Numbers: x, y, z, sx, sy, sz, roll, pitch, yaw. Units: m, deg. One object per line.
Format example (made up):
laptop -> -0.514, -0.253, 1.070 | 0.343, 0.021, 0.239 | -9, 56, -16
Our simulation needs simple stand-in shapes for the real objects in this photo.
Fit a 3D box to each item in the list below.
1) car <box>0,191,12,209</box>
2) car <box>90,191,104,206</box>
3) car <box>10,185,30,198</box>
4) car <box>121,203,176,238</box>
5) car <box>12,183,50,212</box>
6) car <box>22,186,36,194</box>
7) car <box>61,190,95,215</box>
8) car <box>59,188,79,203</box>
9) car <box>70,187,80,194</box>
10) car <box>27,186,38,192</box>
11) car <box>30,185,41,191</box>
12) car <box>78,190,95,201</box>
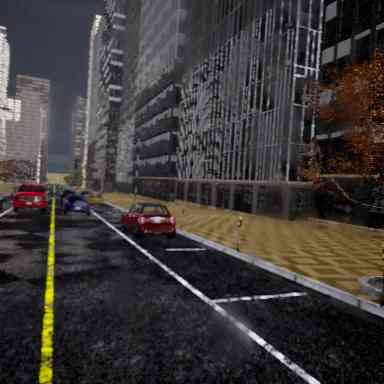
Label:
car -> -14.256, 0.615, 23.402 | 2.008, 1.369, 4.403 | 2, 1, -22
car -> -10.877, 0.713, 37.158 | 1.752, 1.417, 4.829 | 2, 1, -22
car -> -22.831, -0.085, 44.192 | 1.967, 1.590, 4.097 | 2, 1, -22
car -> -2.231, 1.224, 16.207 | 1.967, 1.590, 4.097 | 2, 1, -22
car -> -12.322, 0.385, 25.671 | 2.150, 2.045, 5.566 | 3, 0, -22
car -> -29.270, -0.416, 59.787 | 1.887, 1.381, 4.507 | 2, 1, -22
car -> -8.747, 0.893, 25.203 | 1.812, 1.442, 4.674 | 3, 0, -22
car -> -14.002, 0.512, 37.931 | 1.837, 1.490, 4.892 | 3, 1, -22
car -> -25.891, -0.305, 73.542 | 1.752, 1.417, 4.829 | 2, 1, -22
car -> -33.561, -0.667, 70.183 | 1.802, 1.307, 4.206 | 2, 1, -22
car -> -37.850, -0.986, 80.579 | 2.008, 1.369, 4.403 | 2, 1, -22
car -> -15.103, 0.464, 47.396 | 1.947, 1.339, 4.313 | 2, 1, -22
